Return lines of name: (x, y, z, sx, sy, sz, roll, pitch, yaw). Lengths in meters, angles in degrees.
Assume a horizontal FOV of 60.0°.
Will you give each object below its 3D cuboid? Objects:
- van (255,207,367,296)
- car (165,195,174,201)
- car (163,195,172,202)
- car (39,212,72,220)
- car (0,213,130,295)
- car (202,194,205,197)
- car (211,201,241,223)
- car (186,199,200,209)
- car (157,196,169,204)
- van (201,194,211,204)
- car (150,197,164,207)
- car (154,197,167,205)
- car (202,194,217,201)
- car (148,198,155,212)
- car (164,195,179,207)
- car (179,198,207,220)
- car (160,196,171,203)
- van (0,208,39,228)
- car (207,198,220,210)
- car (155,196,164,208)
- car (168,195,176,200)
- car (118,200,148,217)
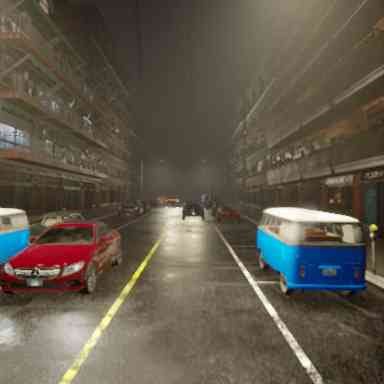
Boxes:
van: (2.711, 1.340, 8.380, 1.690, 1.788, 3.998, 1, 0, 0)
car: (-5.618, 1.455, 82.223, 1.967, 1.590, 4.097, 1, 0, 0)
car: (-5.621, 1.537, 76.367, 1.752, 1.417, 4.829, 1, 0, 0)
car: (-5.661, 1.550, 14.006, 2.008, 1.369, 4.403, 1, 0, 0)
car: (-3.096, 1.525, 8.872, 1.812, 1.442, 4.674, 0, 0, 0)
car: (2.722, 1.317, 48.171, 2.192, 1.841, 5.009, 1, 0, 0)
car: (2.711, 1.581, 25.433, 1.802, 1.307, 4.206, 1, 0, 0)
car: (0.113, 1.603, 46.045, 1.895, 1.301, 4.718, 0, 0, 0)
car: (-5.624, 1.532, 64.998, 1.752, 1.417, 4.829, 1, 0, 0)
van: (2.725, 1.348, 65.226, 1.690, 1.788, 3.998, 1, 0, 0)
car: (-5.627, 1.529, 53.628, 1.752, 1.417, 4.829, 1, 0, 0)
car: (-5.626, 1.550, 59.484, 1.887, 1.381, 4.507, 1, 0, 0)
car: (2.718, 1.441, 42.488, 1.967, 1.590, 4.097, 1, 0, 0)
car: (-5.633, 1.566, 36.745, 1.947, 1.339, 4.313, 1, 0, 0)
car: (-3.051, 1.355, 51.833, 2.097, 1.767, 4.553, 0, 0, 0)
car: (0.107, 1.525, 28.393, 1.812, 1.442, 4.674, 0, 0, 0)
car: (-5.623, 1.575, 70.852, 1.947, 1.339, 4.313, 1, 0, 0)
van: (-5.675, 1.340, 8.322, 1.690, 1.788, 3.998, 1, 0, 0)
car: (2.713, 1.566, 31.118, 1.947, 1.339, 4.313, 1, 0, 0)
car: (-5.629, 1.547, 48.114, 1.887, 1.381, 4.507, 1, 0, 0)
car: (-5.617, 1.572, 93.591, 2.008, 1.369, 4.403, 1, 0, 0)
car: (-5.632, 1.440, 31.060, 1.967, 1.590, 4.097, 1, 0, 0)
